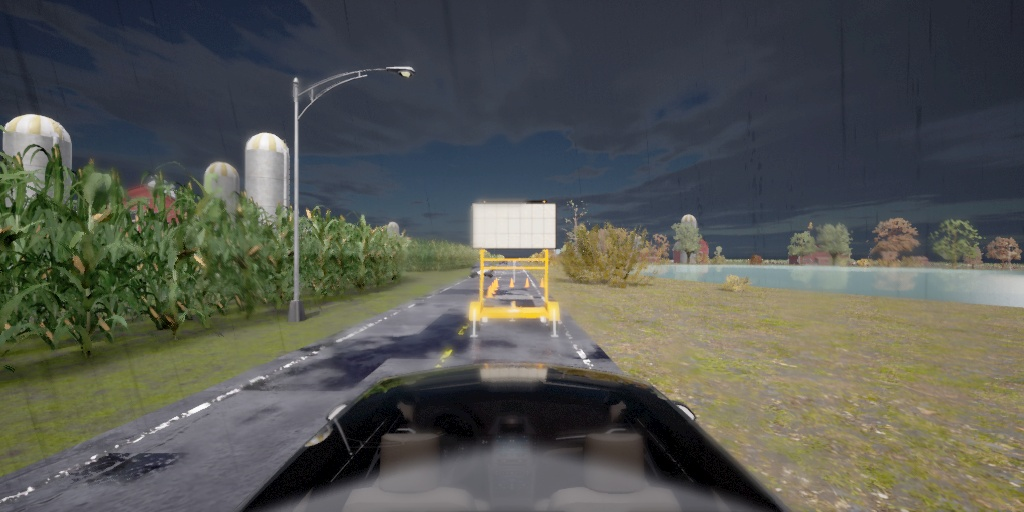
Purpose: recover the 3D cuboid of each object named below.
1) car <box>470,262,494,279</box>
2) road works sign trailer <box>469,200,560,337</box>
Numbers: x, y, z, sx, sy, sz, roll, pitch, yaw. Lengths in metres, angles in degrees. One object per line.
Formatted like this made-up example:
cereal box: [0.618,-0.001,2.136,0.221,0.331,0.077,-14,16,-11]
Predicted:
car: [-2.627,1.270,32.438,2.128,1.511,4.902,0,0,0]
road works sign trailer: [0.068,0.217,10.266,2.380,3.560,2.880,0,0,0]
